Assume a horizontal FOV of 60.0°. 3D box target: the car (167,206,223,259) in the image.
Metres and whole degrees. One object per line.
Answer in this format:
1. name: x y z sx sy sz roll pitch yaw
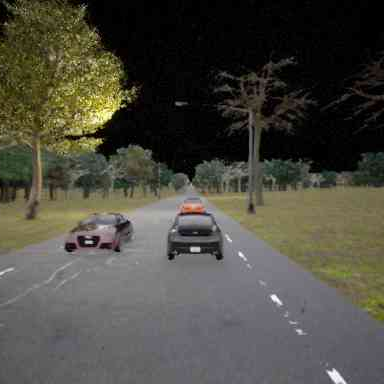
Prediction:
1. car: 0.100 1.502 12.580 1.837 1.490 4.892 0 0 0

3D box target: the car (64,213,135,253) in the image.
1. car: -3.599 1.560 13.562 1.994 1.385 4.181 0 0 0

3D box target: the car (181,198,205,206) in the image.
1. car: 0.099 1.288 29.704 2.097 1.767 4.553 0 0 0
